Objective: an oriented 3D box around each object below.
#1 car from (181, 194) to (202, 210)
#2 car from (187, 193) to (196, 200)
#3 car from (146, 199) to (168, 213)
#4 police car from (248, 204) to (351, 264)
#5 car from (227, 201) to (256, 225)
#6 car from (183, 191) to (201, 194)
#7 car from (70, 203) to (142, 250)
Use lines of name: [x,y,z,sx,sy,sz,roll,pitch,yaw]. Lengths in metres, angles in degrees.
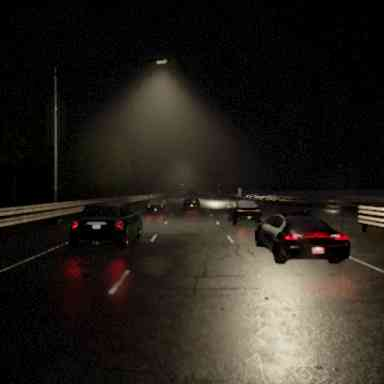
car: [-0.037,1.257,39.358,1.837,1.490,4.892,0,0,0]
car: [-0.059,1.016,79.343,2.097,1.767,4.553,0,0,0]
car: [-3.428,1.381,33.496,1.895,1.301,4.718,0,0,0]
police car: [3.491,1.423,11.616,2.038,1.542,4.974,0,0,0]
car: [3.483,1.334,22.616,2.128,1.511,4.902,0,0,0]
car: [0.054,0.912,58.919,2.150,2.045,5.566,0,0,0]
car: [-3.412,1.252,14.010,2.097,1.767,4.553,0,0,0]
